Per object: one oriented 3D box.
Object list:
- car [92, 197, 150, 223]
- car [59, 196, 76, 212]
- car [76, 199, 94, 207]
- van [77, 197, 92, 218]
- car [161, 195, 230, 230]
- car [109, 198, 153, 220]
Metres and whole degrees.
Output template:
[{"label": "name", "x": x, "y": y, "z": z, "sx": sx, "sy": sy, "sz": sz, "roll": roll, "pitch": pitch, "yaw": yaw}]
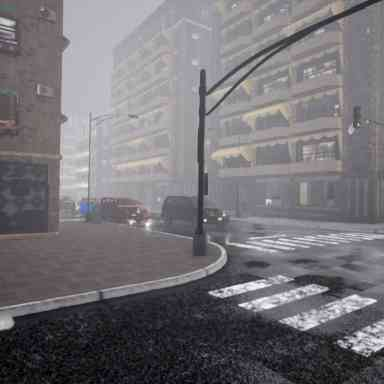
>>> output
[{"label": "car", "x": -5.545, "y": 1.310, "z": 25.458, "sx": 2.192, "sy": 1.841, "sz": 5.009, "roll": 1, "pitch": -1, "yaw": -35}, {"label": "car", "x": -15.234, "y": 1.368, "z": 39.094, "sx": 2.192, "sy": 1.841, "sz": 5.009, "roll": 1, "pitch": -1, "yaw": -35}, {"label": "car", "x": -18.504, "y": 1.867, "z": 57.290, "sx": 1.802, "sy": 1.307, "sz": 4.206, "roll": 1, "pitch": -1, "yaw": -35}, {"label": "van", "x": -8.775, "y": 1.354, "z": 30.003, "sx": 1.690, "sy": 1.788, "sz": 3.998, "roll": 1, "pitch": -1, "yaw": -35}, {"label": "car", "x": 0.046, "y": 1.249, "z": 21.846, "sx": 2.150, "sy": 2.045, "sz": 5.566, "roll": 1, "pitch": -1, "yaw": -36}, {"label": "car", "x": -5.524, "y": 1.410, "z": 29.693, "sx": 2.097, "sy": 1.767, "sz": 4.553, "roll": 1, "pitch": -1, "yaw": -35}]
